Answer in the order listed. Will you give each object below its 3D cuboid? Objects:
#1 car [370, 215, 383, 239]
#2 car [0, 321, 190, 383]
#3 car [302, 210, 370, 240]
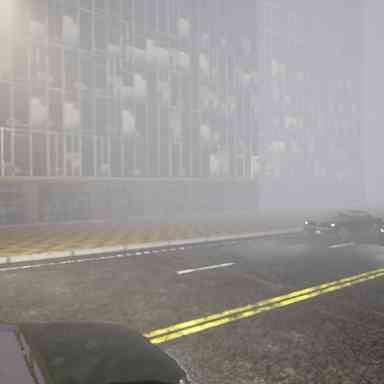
[{"bbox_3d":[10.632,1.556,15.162,5.357,1.411,2.033,0,0,-35],"label":"car"},{"bbox_3d":[-1.931,1.564,2.062,4.181,1.385,1.994,0,0,-35],"label":"car"},{"bbox_3d":[7.850,1.609,17.183,4.718,1.301,1.895,0,0,-35],"label":"car"}]
